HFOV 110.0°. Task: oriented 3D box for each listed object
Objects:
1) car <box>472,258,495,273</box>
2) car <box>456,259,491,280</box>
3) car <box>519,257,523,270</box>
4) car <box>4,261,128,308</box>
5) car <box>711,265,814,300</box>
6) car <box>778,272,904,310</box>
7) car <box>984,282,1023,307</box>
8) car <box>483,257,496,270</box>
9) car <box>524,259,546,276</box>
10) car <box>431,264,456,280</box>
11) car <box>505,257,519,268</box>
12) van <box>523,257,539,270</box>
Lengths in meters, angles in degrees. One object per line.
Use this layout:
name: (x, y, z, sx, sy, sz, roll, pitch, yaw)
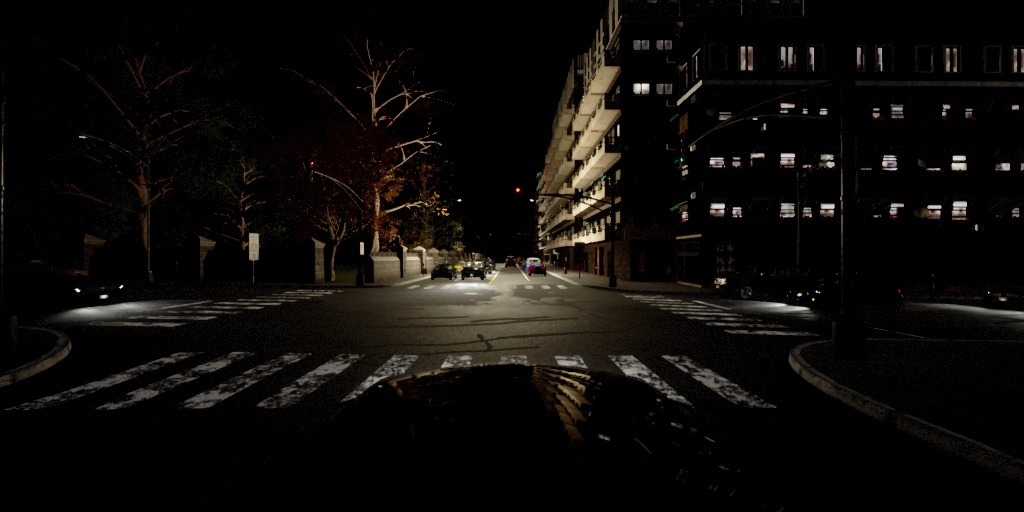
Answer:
car: (-3.280, 1.278, 41.351, 1.837, 1.490, 4.892, 0, 0, 0)
car: (-3.230, 1.255, 31.052, 2.128, 1.511, 4.902, 0, 0, 0)
car: (2.447, 1.229, 53.783, 1.967, 1.591, 4.097, 0, 0, 0)
car: (-17.213, 1.014, 12.745, 5.357, 1.411, 2.033, 1, 0, -1)
car: (13.371, 1.353, 18.973, 5.009, 1.841, 2.192, 0, 0, -1)
car: (15.113, 1.624, 16.410, 4.181, 1.385, 1.994, 1, 0, -1)
car: (24.950, 1.764, 16.555, 4.674, 1.442, 1.812, 1, 0, -1)
car: (-3.323, 1.278, 51.763, 2.128, 1.511, 4.902, 0, 0, 0)
car: (2.527, 1.314, 36.893, 1.888, 1.381, 4.507, 0, 0, 0)
car: (-5.827, 1.330, 31.223, 1.948, 1.339, 4.313, 0, 0, 0)
car: (-0.183, 1.328, 61.737, 1.812, 1.442, 4.674, 0, 0, 0)
van: (2.500, 1.115, 42.523, 1.690, 1.789, 3.998, 0, 0, 0)
